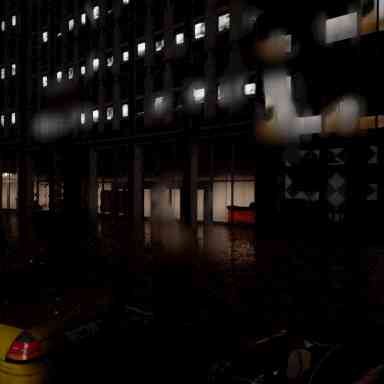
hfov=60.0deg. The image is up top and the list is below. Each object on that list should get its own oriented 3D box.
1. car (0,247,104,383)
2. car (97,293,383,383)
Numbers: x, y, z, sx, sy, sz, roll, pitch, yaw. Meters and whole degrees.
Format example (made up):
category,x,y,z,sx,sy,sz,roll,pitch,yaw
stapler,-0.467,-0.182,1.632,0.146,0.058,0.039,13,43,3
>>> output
category,x,y,z,sx,sy,sz,roll,pitch,yaw
car,-3.085,1.524,5.075,4.829,1.417,1.752,0,1,36
car,1.673,1.440,1.666,4.097,1.590,1.967,0,1,36
